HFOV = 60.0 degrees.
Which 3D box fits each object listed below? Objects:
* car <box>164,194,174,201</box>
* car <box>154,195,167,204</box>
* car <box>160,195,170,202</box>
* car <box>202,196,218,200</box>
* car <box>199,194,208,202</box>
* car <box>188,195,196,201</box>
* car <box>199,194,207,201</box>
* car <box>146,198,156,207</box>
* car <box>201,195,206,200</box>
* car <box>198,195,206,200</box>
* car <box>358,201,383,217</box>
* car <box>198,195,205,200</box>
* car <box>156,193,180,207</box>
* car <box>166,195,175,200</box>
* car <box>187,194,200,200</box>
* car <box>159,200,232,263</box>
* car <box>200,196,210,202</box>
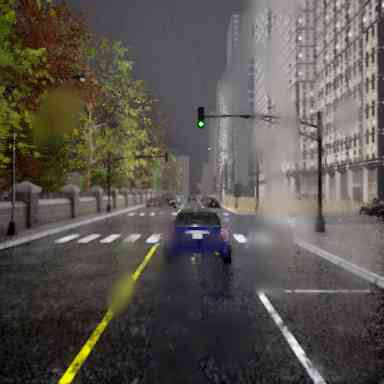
[{"bbox_3d":[-5.677,1.365,82.424,1.967,1.590,4.097,0,0,0],"label":"car"},{"bbox_3d":[-5.680,1.372,59.895,1.967,1.590,4.097,0,0,0],"label":"car"},{"bbox_3d":[-5.679,1.452,70.990,1.752,1.417,4.829,0,0,0],"label":"car"},{"bbox_3d":[2.697,1.511,42.996,1.947,1.339,4.313,0,0,0],"label":"car"},{"bbox_3d":[2.702,1.366,76.791,1.967,1.590,4.097,0,0,0],"label":"car"},{"bbox_3d":[0.010,1.353,80.282,1.994,1.385,4.181,0,0,0],"label":"car"},{"bbox_3d":[2.703,1.365,82.423,1.967,1.590,4.097,0,0,0],"label":"car"},{"bbox_3d":[-5.683,1.522,48.630,1.802,1.307,4.206,0,0,0],"label":"car"},{"bbox_3d":[2.698,1.505,48.629,1.947,1.339,4.313,0,0,0],"label":"car"},{"bbox_3d":[2.703,1.476,88.055,2.008,1.369,4.403,0,0,0],"label":"car"},{"bbox_3d":[16.136,1.215,26.213,5.357,1.411,2.033,-1,0,0],"label":"car"},{"bbox_3d":[2.703,1.476,93.687,2.008,1.369,4.403,0,0,0],"label":"car"},{"bbox_3d":[-3.079,1.165,43.838,2.150,2.045,5.566,0,0,1],"label":"car"},{"bbox_3d":[-5.678,1.470,88.056,1.887,1.381,4.507,0,0,0],"label":"car"},{"bbox_3d":[0.008,1.272,70.183,2.097,1.767,4.553,0,0,0],"label":"car"},{"bbox_3d":[0.288,1.333,12.025,2.097,1.767,4.553,0,0,3],"label":"car"},{"bbox_3d":[2.701,1.472,71.159,1.887,1.381,4.507,0,0,0],"label":"car"}]
